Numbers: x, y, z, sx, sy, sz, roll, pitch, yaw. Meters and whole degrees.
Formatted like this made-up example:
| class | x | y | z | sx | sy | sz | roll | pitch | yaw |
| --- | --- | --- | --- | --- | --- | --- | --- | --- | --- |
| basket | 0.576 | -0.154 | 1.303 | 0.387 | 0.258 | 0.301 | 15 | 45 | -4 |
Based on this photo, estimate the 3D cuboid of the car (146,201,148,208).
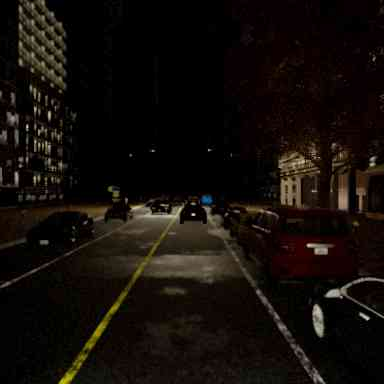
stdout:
| class | x | y | z | sx | sy | sz | roll | pitch | yaw |
| --- | --- | --- | --- | --- | --- | --- | --- | --- | --- |
| car | -5.682 | 1.556 | 48.993 | 1.947 | 1.339 | 4.313 | 0 | 0 | 0 |

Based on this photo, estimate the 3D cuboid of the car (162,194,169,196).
| class | x | y | z | sx | sy | sz | roll | pitch | yaw |
| --- | --- | --- | --- | --- | --- | --- | --- | --- | --- |
| car | -5.680 | 1.426 | 60.330 | 1.967 | 1.590 | 4.097 | 0 | 0 | 0 |

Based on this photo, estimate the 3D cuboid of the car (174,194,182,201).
| class | x | y | z | sx | sy | sz | roll | pitch | yaw |
| --- | --- | --- | --- | --- | --- | --- | --- | --- | --- |
| car | -2.985 | 1.263 | 74.946 | 2.097 | 1.767 | 4.553 | 0 | 0 | 0 |

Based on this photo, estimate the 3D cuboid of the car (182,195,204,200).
| class | x | y | z | sx | sy | sz | roll | pitch | yaw |
| --- | --- | --- | --- | --- | --- | --- | --- | --- | --- |
| car | 0.108 | 1.344 | 42.318 | 2.097 | 1.767 | 4.553 | 0 | 0 | 0 |

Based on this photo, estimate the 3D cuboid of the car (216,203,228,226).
| class | x | y | z | sx | sy | sz | roll | pitch | yaw |
| --- | --- | --- | --- | --- | --- | --- | --- | --- | --- |
| car | 2.693 | 1.579 | 20.650 | 1.802 | 1.307 | 4.206 | 0 | 0 | 0 |

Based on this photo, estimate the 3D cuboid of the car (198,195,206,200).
| class | x | y | z | sx | sy | sz | roll | pitch | yaw |
| --- | --- | --- | --- | --- | --- | --- | --- | --- | --- |
| car | 2.707 | 1.534 | 88.669 | 1.947 | 1.339 | 4.313 | 0 | 0 | 0 |

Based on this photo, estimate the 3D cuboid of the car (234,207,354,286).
| class | x | y | z | sx | sy | sz | roll | pitch | yaw |
| --- | --- | --- | --- | --- | --- | --- | --- | --- | --- |
| car | 2.690 | 1.314 | 9.314 | 2.192 | 1.841 | 5.009 | 0 | 0 | 0 |

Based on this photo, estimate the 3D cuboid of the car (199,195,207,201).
| class | x | y | z | sx | sy | sz | roll | pitch | yaw |
| --- | --- | --- | --- | --- | --- | --- | --- | --- | --- |
| car | 2.706 | 1.517 | 83.001 | 1.887 | 1.381 | 4.507 | 0 | 0 | 0 |

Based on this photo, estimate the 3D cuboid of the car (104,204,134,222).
| class | x | y | z | sx | sy | sz | roll | pitch | yaw |
| --- | --- | --- | --- | --- | --- | --- | --- | --- | --- |
| car | -5.687 | 1.578 | 26.322 | 1.802 | 1.307 | 4.206 | 0 | 0 | 0 |

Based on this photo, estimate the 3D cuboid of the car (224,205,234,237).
| class | x | y | z | sx | sy | sz | roll | pitch | yaw |
| --- | --- | --- | --- | --- | --- | --- | --- | --- | --- |
| car | 2.692 | 1.524 | 15.152 | 1.752 | 1.417 | 4.829 | 0 | 0 | 0 |

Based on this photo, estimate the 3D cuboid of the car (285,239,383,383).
| class | x | y | z | sx | sy | sz | roll | pitch | yaw |
| --- | --- | --- | --- | --- | --- | --- | --- | --- | --- |
| car | 2.689 | 1.551 | 3.646 | 2.008 | 1.369 | 4.403 | 0 | 0 | 0 |

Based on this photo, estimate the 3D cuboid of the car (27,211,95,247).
| class | x | y | z | sx | sy | sz | roll | pitch | yaw |
| --- | --- | --- | --- | --- | --- | --- | --- | --- | --- |
| car | -5.689 | 1.564 | 14.985 | 1.947 | 1.339 | 4.313 | 0 | 0 | 0 |

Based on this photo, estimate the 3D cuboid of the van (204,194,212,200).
| class | x | y | z | sx | sy | sz | roll | pitch | yaw |
| --- | --- | --- | --- | --- | --- | --- | --- | --- | --- |
| van | 2.700 | 1.327 | 60.327 | 1.690 | 1.788 | 3.998 | 0 | 0 | 0 |

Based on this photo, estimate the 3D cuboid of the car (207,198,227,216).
| class | x | y | z | sx | sy | sz | roll | pitch | yaw |
| --- | --- | --- | --- | --- | --- | --- | --- | --- | --- |
| car | 2.695 | 1.561 | 31.987 | 1.947 | 1.339 | 4.313 | 0 | 0 | 0 |

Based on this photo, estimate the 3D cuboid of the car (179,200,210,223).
| class | x | y | z | sx | sy | sz | roll | pitch | yaw |
| --- | --- | --- | --- | --- | --- | --- | --- | --- | --- |
| car | 0.104 | 1.561 | 25.395 | 1.994 | 1.385 | 4.181 | 0 | 0 | 0 |

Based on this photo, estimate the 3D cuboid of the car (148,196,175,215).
| class | x | y | z | sx | sy | sz | roll | pitch | yaw |
| --- | --- | --- | --- | --- | --- | --- | --- | --- | --- |
| car | -3.089 | 1.499 | 34.333 | 1.837 | 1.490 | 4.892 | 0 | 0 | 0 |
